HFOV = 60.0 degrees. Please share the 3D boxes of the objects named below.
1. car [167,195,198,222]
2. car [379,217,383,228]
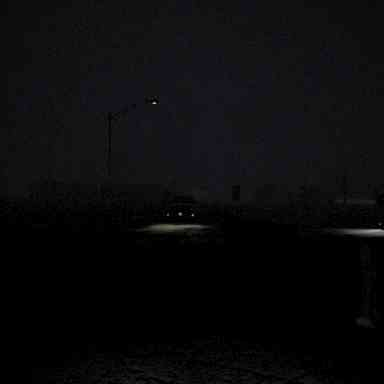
[{"bbox_3d":[-0.667,1.264,27.053,2.150,2.045,5.566,0,0,4],"label":"car"},{"bbox_3d":[14.542,1.821,21.921,4.181,1.385,1.994,1,-1,-18],"label":"car"}]
